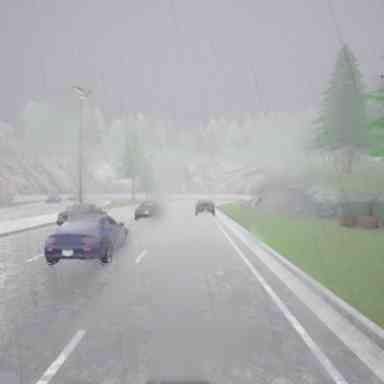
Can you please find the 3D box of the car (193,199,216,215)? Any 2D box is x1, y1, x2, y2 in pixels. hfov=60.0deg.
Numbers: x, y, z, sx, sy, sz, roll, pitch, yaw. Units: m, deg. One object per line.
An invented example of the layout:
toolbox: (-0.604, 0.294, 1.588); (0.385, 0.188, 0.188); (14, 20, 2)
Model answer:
car: (1.226, 1.397, 31.964); (1.837, 1.490, 4.892); (0, 0, 0)

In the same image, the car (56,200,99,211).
car: (-6.904, 1.474, 21.408); (2.033, 1.411, 5.357); (0, 0, 0)

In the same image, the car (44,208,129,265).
car: (-3.416, 1.486, 11.425); (1.812, 1.442, 4.674); (0, 0, 0)

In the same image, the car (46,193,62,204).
car: (-24.816, 1.151, 59.853); (2.097, 1.767, 4.553); (0, 0, -13)

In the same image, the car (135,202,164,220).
car: (-3.402, 1.472, 26.973); (1.994, 1.385, 4.181); (0, 0, 0)

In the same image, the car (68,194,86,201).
car: (-26.078, 1.240, 75.520); (1.837, 1.490, 4.892); (0, 0, 17)
